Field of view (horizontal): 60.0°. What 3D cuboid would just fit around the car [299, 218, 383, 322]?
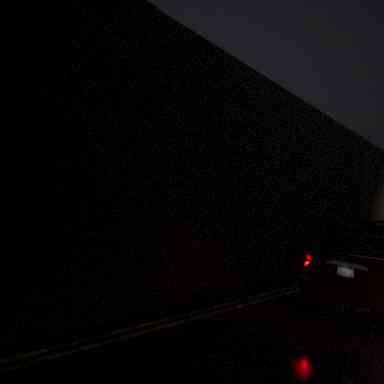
[{"bbox_3d":[4.305,1.363,6.814,4.553,1.767,2.097,0,0,-35],"label":"car"}]
